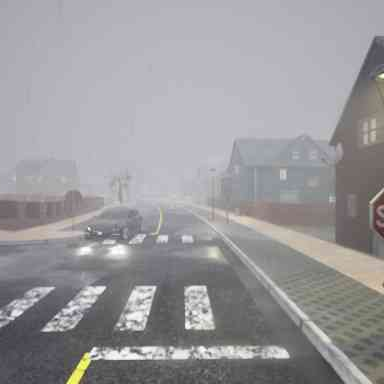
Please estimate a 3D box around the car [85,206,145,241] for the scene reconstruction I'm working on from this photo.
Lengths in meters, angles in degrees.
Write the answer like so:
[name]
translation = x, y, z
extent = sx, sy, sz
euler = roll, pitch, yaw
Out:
[car]
translation = -3.750, 1.543, 16.989
extent = 1.837, 1.490, 4.892
euler = 2, 1, 7
